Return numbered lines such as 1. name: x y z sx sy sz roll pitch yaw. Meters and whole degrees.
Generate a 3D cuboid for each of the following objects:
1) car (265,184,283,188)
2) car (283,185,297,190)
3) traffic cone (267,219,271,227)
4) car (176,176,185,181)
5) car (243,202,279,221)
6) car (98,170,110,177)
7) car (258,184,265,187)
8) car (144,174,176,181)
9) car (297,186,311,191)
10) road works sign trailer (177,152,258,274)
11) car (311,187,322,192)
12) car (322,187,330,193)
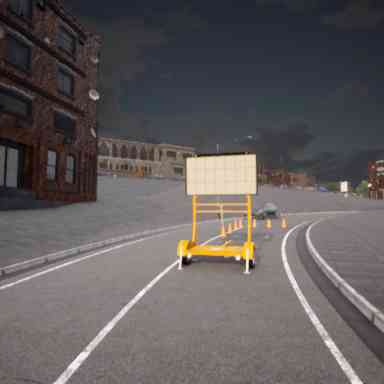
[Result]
1. car: 17.087 -1.074 73.608 4.792 1.488 2.163 3 -6 -37
2. car: 21.452 -0.799 76.975 4.674 1.452 2.002 3 -6 -38
3. traffic cone: 5.376 2.153 23.223 0.340 0.580 0.340 -2 -1 17
4. car: -1.276 -2.094 60.922 4.892 1.521 2.231 3 -5 -32
5. car: 6.698 1.803 32.318 2.097 1.767 4.553 -3 -3 35
6. car: -15.281 -2.803 52.300 4.553 1.767 2.185 2 -5 -32
7. car: 12.491 -1.496 70.212 4.553 1.767 2.185 3 -5 -35
8. car: -5.969 -2.298 58.023 4.892 1.521 2.231 2 -5 -32
9. car: 25.668 -0.570 80.377 4.892 1.521 2.231 4 -6 -39
10. road works sign trailer: 1.003 0.522 10.973 2.380 3.560 2.880 -1 -1 18
11. car: 29.969 -0.390 84.016 4.553 1.767 2.185 4 -6 -40
12. car: 34.185 -0.183 87.715 5.566 2.045 2.435 4 -6 -41
